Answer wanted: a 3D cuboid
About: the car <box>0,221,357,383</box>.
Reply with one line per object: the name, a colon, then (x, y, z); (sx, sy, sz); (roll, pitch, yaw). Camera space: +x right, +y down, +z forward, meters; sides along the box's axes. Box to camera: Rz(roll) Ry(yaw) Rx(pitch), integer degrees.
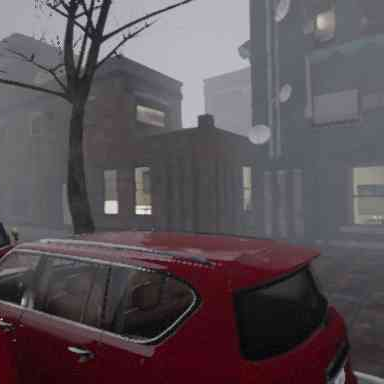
car: (-0.972, 1.342, 3.582); (5.009, 1.841, 2.192); (-1, -1, 35)
